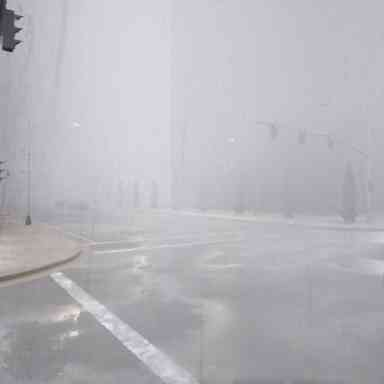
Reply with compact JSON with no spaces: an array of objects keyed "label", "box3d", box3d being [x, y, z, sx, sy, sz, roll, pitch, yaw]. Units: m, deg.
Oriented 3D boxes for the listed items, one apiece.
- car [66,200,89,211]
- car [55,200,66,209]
[{"label":"car","box3d":[-16.812,2.018,49.749,2.128,1.511,4.902,0,-1,-33]},{"label":"car","box3d":[-22.651,2.080,58.316,1.882,1.535,5.008,0,-1,-34]}]
